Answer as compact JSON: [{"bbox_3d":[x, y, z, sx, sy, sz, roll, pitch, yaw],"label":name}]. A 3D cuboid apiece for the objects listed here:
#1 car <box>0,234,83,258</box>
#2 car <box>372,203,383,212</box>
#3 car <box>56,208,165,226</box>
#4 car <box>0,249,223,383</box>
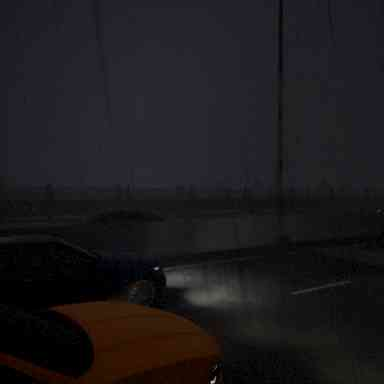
[{"bbox_3d":[-2.699,1.503,5.940,4.674,1.442,1.812,0,0,-34],"label":"car"},{"bbox_3d":[20.991,1.523,34.161,5.357,1.411,2.033,0,0,-25],"label":"car"},{"bbox_3d":[-3.382,1.462,14.064,4.892,1.490,1.837,0,0,-32],"label":"car"},{"bbox_3d":[-1.996,1.466,2.193,5.008,1.535,1.882,0,0,-36],"label":"car"}]
